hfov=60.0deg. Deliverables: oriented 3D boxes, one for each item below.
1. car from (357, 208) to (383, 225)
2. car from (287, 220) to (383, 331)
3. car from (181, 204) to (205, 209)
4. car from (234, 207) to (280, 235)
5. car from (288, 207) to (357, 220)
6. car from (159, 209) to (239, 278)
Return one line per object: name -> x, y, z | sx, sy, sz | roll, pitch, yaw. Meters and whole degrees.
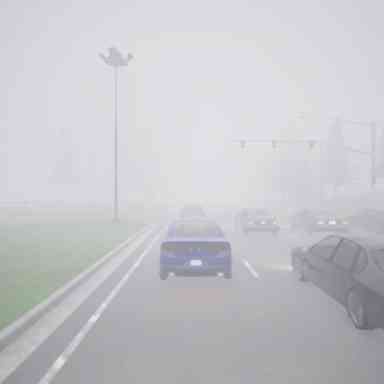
car -> 10.596, 1.596, 19.071 | 2.033, 1.411, 5.357 | 0, 0, 0
car -> 3.598, 1.565, 6.832 | 2.033, 1.411, 5.357 | 0, 0, 0
car -> 0.085, 1.630, 25.658 | 1.994, 1.385, 4.181 | 0, 0, 0
car -> 3.588, 1.597, 19.208 | 2.033, 1.411, 5.357 | 0, 0, 0
car -> 7.084, 1.597, 19.214 | 2.033, 1.411, 5.357 | 0, 0, 0
car -> 0.094, 1.504, 10.234 | 1.882, 1.535, 5.008 | 0, 0, 0
